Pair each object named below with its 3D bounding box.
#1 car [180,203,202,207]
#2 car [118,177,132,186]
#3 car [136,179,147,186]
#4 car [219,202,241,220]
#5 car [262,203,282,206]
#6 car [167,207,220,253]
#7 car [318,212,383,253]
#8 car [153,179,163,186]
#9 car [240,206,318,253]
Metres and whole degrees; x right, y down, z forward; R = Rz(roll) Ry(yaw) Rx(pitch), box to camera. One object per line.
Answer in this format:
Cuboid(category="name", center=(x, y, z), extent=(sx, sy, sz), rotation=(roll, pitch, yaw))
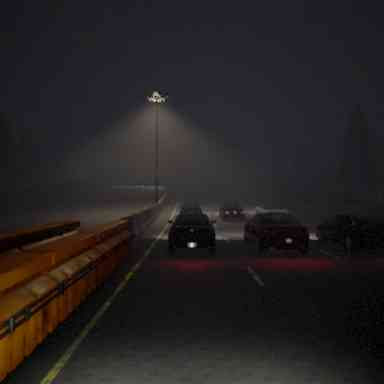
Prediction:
Cuboid(category="car", center=(-0.084, 1.619, 29.298), extent=(1.994, 1.385, 4.181), rotation=(0, 2, 0))
Cuboid(category="car", center=(-14.329, -2.330, 71.176), extent=(2.097, 1.767, 4.553), rotation=(0, 6, 0))
Cuboid(category="car", center=(-10.829, -2.131, 71.187), extent=(1.994, 1.385, 4.181), rotation=(0, 6, 0))
Cuboid(category="car", center=(3.416, 1.611, 29.002), extent=(2.033, 1.411, 5.357), rotation=(0, 2, 0))
Cuboid(category="car", center=(6.915, 1.661, 29.142), extent=(1.895, 1.301, 4.718), rotation=(0, 2, 0))
Cuboid(category="car", center=(-0.003, 1.641, 14.300), extent=(1.837, 1.490, 4.892), rotation=(0, 0, 0))
Cuboid(category="car", center=(6.997, 1.642, 14.314), extent=(1.837, 1.490, 4.892), rotation=(0, 0, 0))
Cuboid(category="car", center=(-7.329, -2.085, 71.182), extent=(1.895, 1.301, 4.718), rotation=(0, 6, 0))
Cuboid(category="car", center=(3.498, 1.613, 14.491), extent=(1.882, 1.535, 5.008), rotation=(0, 0, 0))
